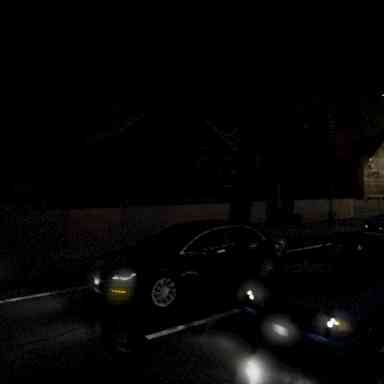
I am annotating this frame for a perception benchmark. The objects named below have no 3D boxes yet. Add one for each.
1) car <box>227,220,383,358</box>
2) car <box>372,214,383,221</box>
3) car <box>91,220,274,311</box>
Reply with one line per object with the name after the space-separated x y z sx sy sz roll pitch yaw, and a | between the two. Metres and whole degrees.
3.390 1.483 6.098 5.357 1.411 2.033 -1 0 -35 | car
9.043 1.413 14.072 4.181 1.385 1.994 -1 0 -34 | car
0.153 1.459 7.777 4.892 1.490 1.837 0 0 -35 | car
